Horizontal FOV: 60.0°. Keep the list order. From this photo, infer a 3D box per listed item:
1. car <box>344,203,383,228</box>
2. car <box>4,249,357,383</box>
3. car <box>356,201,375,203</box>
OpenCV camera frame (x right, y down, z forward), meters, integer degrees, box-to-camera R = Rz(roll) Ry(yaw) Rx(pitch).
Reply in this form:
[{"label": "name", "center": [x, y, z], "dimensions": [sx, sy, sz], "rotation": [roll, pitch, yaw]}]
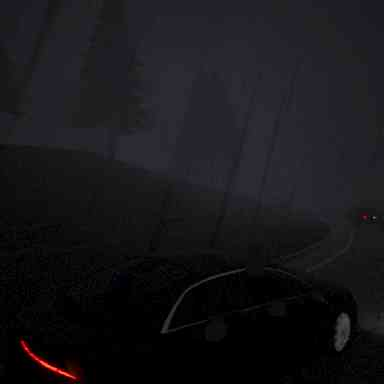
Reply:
[{"label": "car", "center": [12.903, 1.800, 24.885], "dimensions": [2.033, 1.411, 5.357], "rotation": [0, 0, 13]}, {"label": "car", "center": [0.367, 1.534, 4.334], "dimensions": [4.892, 1.490, 1.837], "rotation": [1, 0, -40]}, {"label": "car", "center": [18.926, 1.724, 36.645], "dimensions": [2.097, 1.767, 4.553], "rotation": [0, 0, 12]}]
